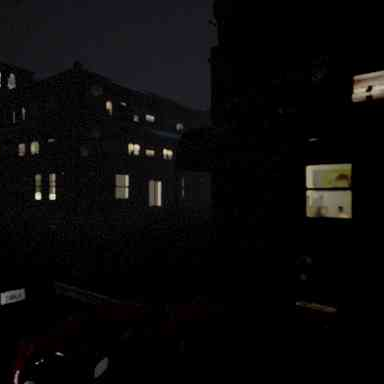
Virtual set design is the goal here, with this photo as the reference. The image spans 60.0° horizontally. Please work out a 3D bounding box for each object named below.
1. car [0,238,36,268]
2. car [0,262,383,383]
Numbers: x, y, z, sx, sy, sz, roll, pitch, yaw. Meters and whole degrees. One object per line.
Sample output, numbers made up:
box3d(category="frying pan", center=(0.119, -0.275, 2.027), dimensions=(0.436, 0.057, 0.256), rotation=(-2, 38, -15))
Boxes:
box3d(category="car", center=(-4.192, 1.470, 5.878), dimensions=(4.313, 1.339, 1.947), rotation=(1, 0, 35))
box3d(category="car", center=(0.324, 1.528, 2.659), dimensions=(4.507, 1.381, 1.887), rotation=(1, 0, 35))
